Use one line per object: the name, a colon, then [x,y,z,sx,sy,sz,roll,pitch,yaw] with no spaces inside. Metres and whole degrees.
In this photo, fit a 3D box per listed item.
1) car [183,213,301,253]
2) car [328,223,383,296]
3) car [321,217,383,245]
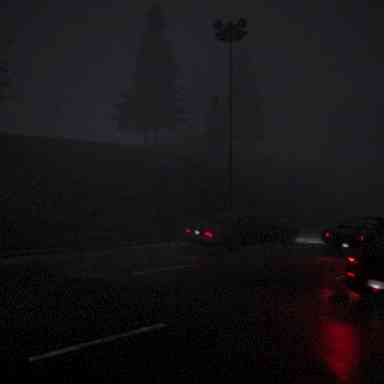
car: [2.239,1.577,13.951,5.357,1.411,2.033,0,0,-35]
car: [5.292,1.548,7.508,4.674,1.442,1.812,0,0,-35]
car: [7.319,1.637,13.249,4.718,1.301,1.895,0,0,-36]
